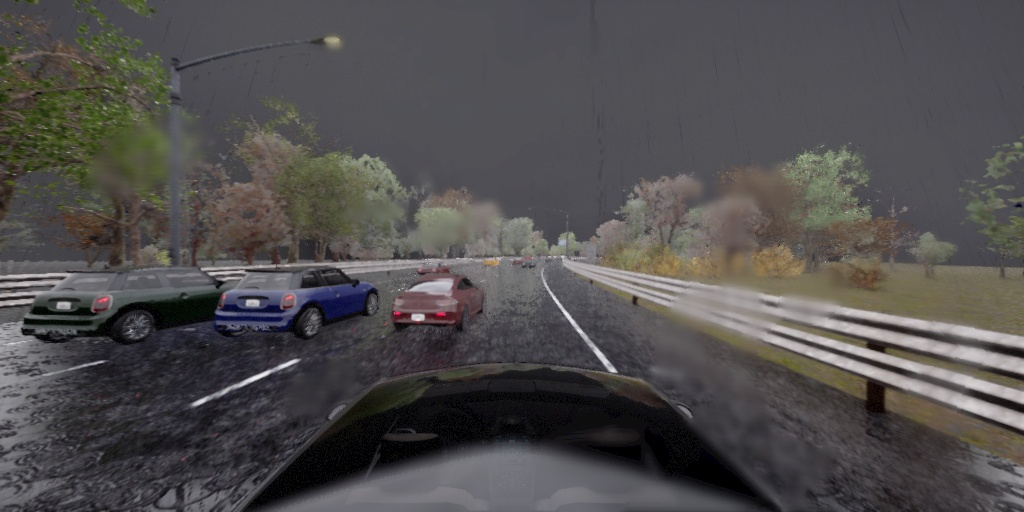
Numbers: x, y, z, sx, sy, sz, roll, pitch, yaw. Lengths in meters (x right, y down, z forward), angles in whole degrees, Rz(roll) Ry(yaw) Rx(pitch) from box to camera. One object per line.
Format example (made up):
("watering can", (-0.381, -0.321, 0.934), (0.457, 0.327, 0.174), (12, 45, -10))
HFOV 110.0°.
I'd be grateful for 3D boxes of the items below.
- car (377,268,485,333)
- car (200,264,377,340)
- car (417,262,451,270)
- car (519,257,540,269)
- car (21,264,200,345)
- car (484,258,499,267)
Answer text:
("car", (-1.981, 1.243, 10.579), (1.812, 1.442, 4.674), (0, 0, 5))
("car", (-5.548, 1.055, 10.026), (2.097, 1.767, 4.553), (0, 0, 5))
("car", (-6.947, 1.234, 32.600), (1.895, 1.301, 4.718), (0, 0, 6))
("car", (2.616, 1.217, 53.008), (1.895, 1.301, 4.718), (0, 0, 8))
("car", (-9.097, 1.041, 9.532), (2.097, 1.767, 4.553), (0, 0, 5))
("car", (-3.404, 1.054, 60.262), (1.882, 1.535, 5.008), (0, 0, 8))
